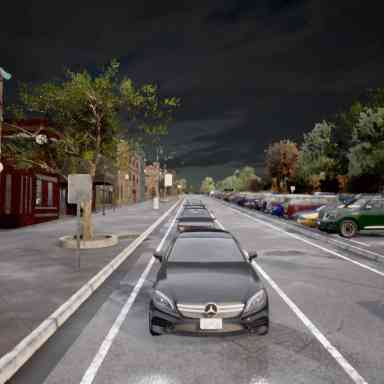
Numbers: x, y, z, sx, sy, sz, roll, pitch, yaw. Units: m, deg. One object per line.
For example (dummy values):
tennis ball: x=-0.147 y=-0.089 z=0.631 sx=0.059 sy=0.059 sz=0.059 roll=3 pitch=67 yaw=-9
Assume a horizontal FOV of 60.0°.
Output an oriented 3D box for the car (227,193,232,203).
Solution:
car: x=9.006 y=1.290 z=56.293 sx=4.892 sy=1.521 sz=2.231 roll=0 pitch=1 yaw=0

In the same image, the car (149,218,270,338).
car: x=0.254 y=1.524 z=6.834 sx=1.812 sy=1.442 sz=4.674 roll=0 pitch=0 yaw=0

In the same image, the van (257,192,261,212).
van: x=9.284 y=1.222 z=33.861 sx=4.442 sy=1.987 sz=1.878 roll=0 pitch=0 yaw=0

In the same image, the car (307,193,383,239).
car: x=9.255 y=1.221 z=17.038 sx=5.566 sy=2.045 sz=2.435 roll=0 pitch=0 yaw=0

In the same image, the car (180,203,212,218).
car: x=0.197 y=1.532 z=17.413 sx=2.033 sy=1.411 sz=5.357 roll=0 pitch=0 yaw=0

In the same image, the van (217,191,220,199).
van: x=8.741 y=0.864 z=78.715 sx=4.442 sy=1.987 sz=1.878 roll=0 pitch=1 yaw=0

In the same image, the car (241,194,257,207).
car: x=9.116 y=1.409 z=42.274 sx=4.892 sy=1.521 sz=2.231 roll=0 pitch=0 yaw=0

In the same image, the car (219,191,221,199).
car: x=8.907 y=0.938 z=67.503 sx=5.566 sy=2.045 sz=2.435 roll=0 pitch=1 yaw=0

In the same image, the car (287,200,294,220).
car: x=9.247 y=1.506 z=22.645 sx=4.674 sy=1.452 sz=2.002 roll=0 pitch=0 yaw=0

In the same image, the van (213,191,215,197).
van: x=8.664 y=0.764 z=89.927 sx=4.442 sy=1.987 sz=1.878 roll=0 pitch=1 yaw=0

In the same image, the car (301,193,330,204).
car: x=22.101 y=1.136 z=59.639 sx=4.553 sy=1.767 sz=2.185 roll=0 pitch=1 yaw=0

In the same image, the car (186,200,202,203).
car: x=0.226 y=1.442 z=29.861 sx=2.128 sy=1.511 sz=4.902 roll=0 pitch=0 yaw=0

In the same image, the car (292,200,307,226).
car: x=9.079 y=1.466 z=19.841 sx=5.366 sy=1.575 sz=1.946 roll=0 pitch=0 yaw=0

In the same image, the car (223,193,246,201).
car: x=8.885 y=1.039 z=70.307 sx=4.553 sy=1.767 sz=2.185 roll=0 pitch=1 yaw=0

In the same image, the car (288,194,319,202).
car: x=21.846 y=1.209 z=65.189 sx=5.366 sy=1.575 sz=1.946 roll=0 pitch=0 yaw=0

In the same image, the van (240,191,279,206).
van: x=9.207 y=1.163 z=45.081 sx=4.442 sy=1.987 sz=1.878 roll=0 pitch=0 yaw=0

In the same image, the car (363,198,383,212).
car: x=22.193 y=1.469 z=37.427 sx=4.792 sy=1.488 sz=2.163 roll=0 pitch=0 yaw=0

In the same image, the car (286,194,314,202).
car: x=22.018 y=1.188 z=67.967 sx=4.892 sy=1.521 sz=2.231 roll=0 pitch=1 yaw=0

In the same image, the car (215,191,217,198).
car: x=8.833 y=1.065 z=81.520 sx=5.008 sy=1.535 sz=2.097 roll=0 pitch=1 yaw=0

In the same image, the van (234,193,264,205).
van: x=9.149 y=1.088 z=53.488 sx=4.442 sy=1.987 sz=1.878 roll=0 pitch=1 yaw=0

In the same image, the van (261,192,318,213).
van: x=9.070 y=1.230 z=31.057 sx=4.442 sy=1.987 sz=1.878 roll=0 pitch=0 yaw=0

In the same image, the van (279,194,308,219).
van: x=9.342 y=1.237 z=25.449 sx=4.442 sy=1.987 sz=1.878 roll=0 pitch=0 yaw=0

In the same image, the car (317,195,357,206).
car: x=22.313 y=1.332 z=51.313 sx=5.366 sy=1.575 sz=1.946 roll=0 pitch=1 yaw=0

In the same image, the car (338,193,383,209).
car: x=22.156 y=1.153 z=42.983 sx=5.566 sy=2.045 sz=2.435 roll=0 pitch=0 yaw=0

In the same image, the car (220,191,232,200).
car: x=8.926 y=0.963 z=64.700 sx=5.566 sy=2.045 sz=2.435 roll=0 pitch=1 yaw=0

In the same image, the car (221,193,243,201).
car: x=8.865 y=1.014 z=73.110 sx=4.553 sy=1.767 sz=2.185 roll=0 pitch=1 yaw=0

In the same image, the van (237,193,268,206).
van: x=9.168 y=1.113 z=50.685 sx=4.442 sy=1.987 sz=1.878 roll=0 pitch=1 yaw=0

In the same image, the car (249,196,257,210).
car: x=9.177 y=1.470 z=36.664 sx=4.792 sy=1.488 sz=2.163 roll=0 pitch=0 yaw=0

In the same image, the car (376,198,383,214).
car: x=22.427 y=1.444 z=34.656 sx=5.366 sy=1.575 sz=1.946 roll=0 pitch=0 yaw=0

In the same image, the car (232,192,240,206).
car: x=9.043 y=1.113 z=47.880 sx=5.566 sy=2.045 sz=2.435 roll=0 pitch=1 yaw=0

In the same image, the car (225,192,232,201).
car: x=8.971 y=1.279 z=61.899 sx=4.674 sy=1.452 sz=2.002 roll=0 pitch=1 yaw=0

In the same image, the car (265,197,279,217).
car: x=9.201 y=1.460 z=28.251 sx=5.008 sy=1.535 sz=2.097 roll=0 pitch=0 yaw=0

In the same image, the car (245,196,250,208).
car: x=9.126 y=1.465 z=39.471 sx=4.674 sy=1.452 sz=2.002 roll=0 pitch=0 yaw=0

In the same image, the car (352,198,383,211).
car: x=22.232 y=1.452 z=40.210 sx=4.792 sy=1.488 sz=2.163 roll=0 pitch=0 yaw=0
